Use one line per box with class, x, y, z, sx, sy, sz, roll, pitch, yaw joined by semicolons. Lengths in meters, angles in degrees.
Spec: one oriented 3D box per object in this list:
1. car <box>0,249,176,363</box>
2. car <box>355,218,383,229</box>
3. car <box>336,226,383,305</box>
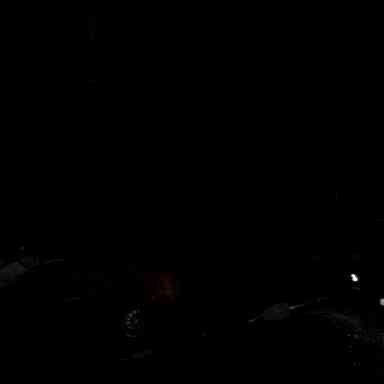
car;-2.224;1.584;4.948;4.206;1.307;1.802;0;0;-35
car;6.734;1.594;11.337;4.313;1.339;1.947;0;0;-35
car;5.613;1.568;7.374;5.357;1.411;2.033;0;0;-35
